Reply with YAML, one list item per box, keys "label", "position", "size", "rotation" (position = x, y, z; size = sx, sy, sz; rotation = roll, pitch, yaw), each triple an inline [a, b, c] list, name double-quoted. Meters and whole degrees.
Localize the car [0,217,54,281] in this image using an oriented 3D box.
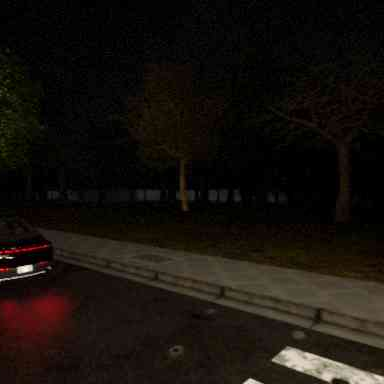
- label: "car"
  position: [-5.553, 1.445, 8.998]
  size: [4.892, 1.490, 1.837]
  rotation: [1, 1, 41]
